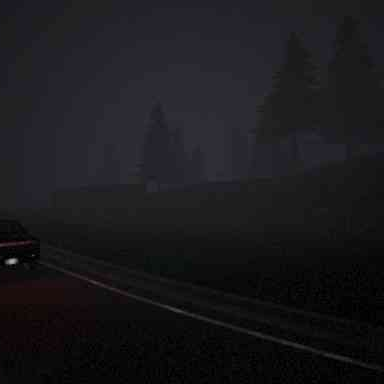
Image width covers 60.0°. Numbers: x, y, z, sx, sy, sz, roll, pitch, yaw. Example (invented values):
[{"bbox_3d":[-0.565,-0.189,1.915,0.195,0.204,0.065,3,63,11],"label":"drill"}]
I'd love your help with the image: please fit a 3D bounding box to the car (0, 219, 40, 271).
[{"bbox_3d":[-6.363,1.598,10.326,2.128,1.511,4.902,0,-1,-45],"label":"car"}]
